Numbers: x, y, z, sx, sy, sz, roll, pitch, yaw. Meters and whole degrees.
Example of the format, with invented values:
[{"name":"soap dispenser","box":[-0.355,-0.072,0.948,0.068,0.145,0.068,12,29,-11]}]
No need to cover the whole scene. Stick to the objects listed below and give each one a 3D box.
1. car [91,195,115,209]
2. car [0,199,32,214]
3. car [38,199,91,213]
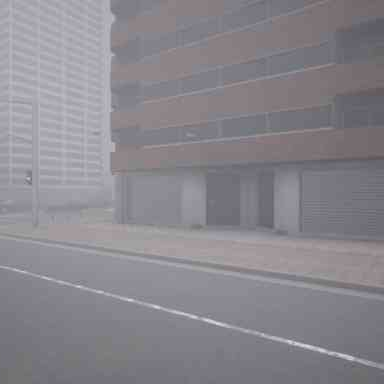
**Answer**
[{"name":"car","box":[-12.779,1.505,44.135,1.837,1.490,4.892,0,0,35]},{"name":"car","box":[-18.731,1.478,35.579,1.882,1.535,5.008,0,0,35]},{"name":"car","box":[-13.867,1.601,36.443,1.895,1.301,4.718,0,0,35]}]
